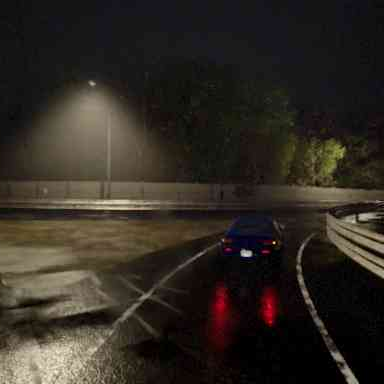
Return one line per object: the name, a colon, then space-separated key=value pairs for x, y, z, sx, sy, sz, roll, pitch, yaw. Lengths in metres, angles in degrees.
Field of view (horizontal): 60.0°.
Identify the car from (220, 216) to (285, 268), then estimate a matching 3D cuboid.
car: x=2.166 y=1.540 z=11.431 sx=1.812 sy=1.442 sz=4.674 roll=0 pitch=0 yaw=16
